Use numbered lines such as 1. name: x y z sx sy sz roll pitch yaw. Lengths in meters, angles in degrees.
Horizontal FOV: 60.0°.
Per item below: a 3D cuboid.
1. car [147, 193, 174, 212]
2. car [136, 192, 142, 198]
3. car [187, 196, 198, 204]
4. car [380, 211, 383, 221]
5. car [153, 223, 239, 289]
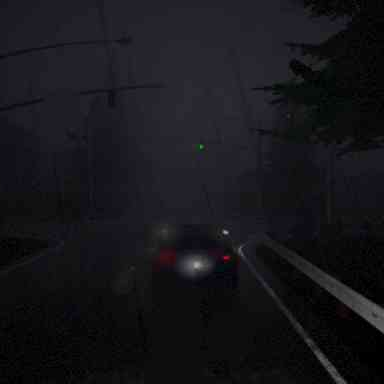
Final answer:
1. car: -3.536 1.281 37.869 2.097 1.767 4.553 0 0 0
2. car: -16.646 0.903 92.424 3.866 1.878 1.905 0 0 0
3. car: 0.088 1.408 61.955 1.812 1.442 4.674 0 0 0
4. car: 15.317 1.448 22.383 4.892 1.490 1.837 0 0 0
5. car: 0.097 1.547 9.153 1.994 1.385 4.181 0 0 0
